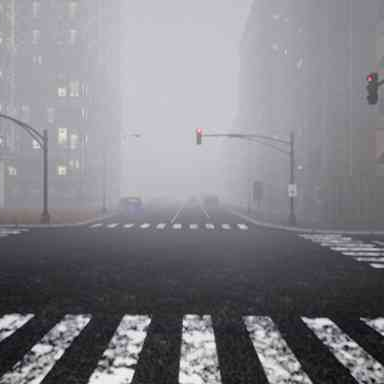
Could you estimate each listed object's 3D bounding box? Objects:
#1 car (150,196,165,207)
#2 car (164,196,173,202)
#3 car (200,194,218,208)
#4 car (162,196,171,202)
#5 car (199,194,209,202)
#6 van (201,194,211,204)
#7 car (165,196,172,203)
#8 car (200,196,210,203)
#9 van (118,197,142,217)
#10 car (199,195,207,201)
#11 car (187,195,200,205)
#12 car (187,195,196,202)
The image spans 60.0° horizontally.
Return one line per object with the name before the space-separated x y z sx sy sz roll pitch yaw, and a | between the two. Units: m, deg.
car | -5.709 1.532 52.920 1.752 1.417 4.829 0 0 0
car | -5.719 1.573 80.845 2.008 1.369 4.403 0 0 0
car | 2.673 1.320 47.544 2.192 1.841 5.009 0 0 0
car | -5.717 1.544 75.124 1.752 1.417 4.829 0 0 0
car | 2.663 1.333 75.298 2.192 1.841 5.009 0 0 0
van | 2.667 1.353 64.196 1.690 1.788 3.998 0 0 0
car | -5.715 1.455 69.743 1.967 1.590 4.097 0 0 0
car | 2.666 1.565 69.747 2.008 1.369 4.403 0 0 0
van | -5.701 1.341 30.887 1.690 1.788 3.998 0 0 0
car | 2.970 1.535 90.463 1.837 1.490 4.892 0 0 0
car | -0.017 1.611 60.414 1.895 1.301 4.718 0 0 0
car | -0.022 1.365 70.390 1.837 1.490 4.892 0 0 0
